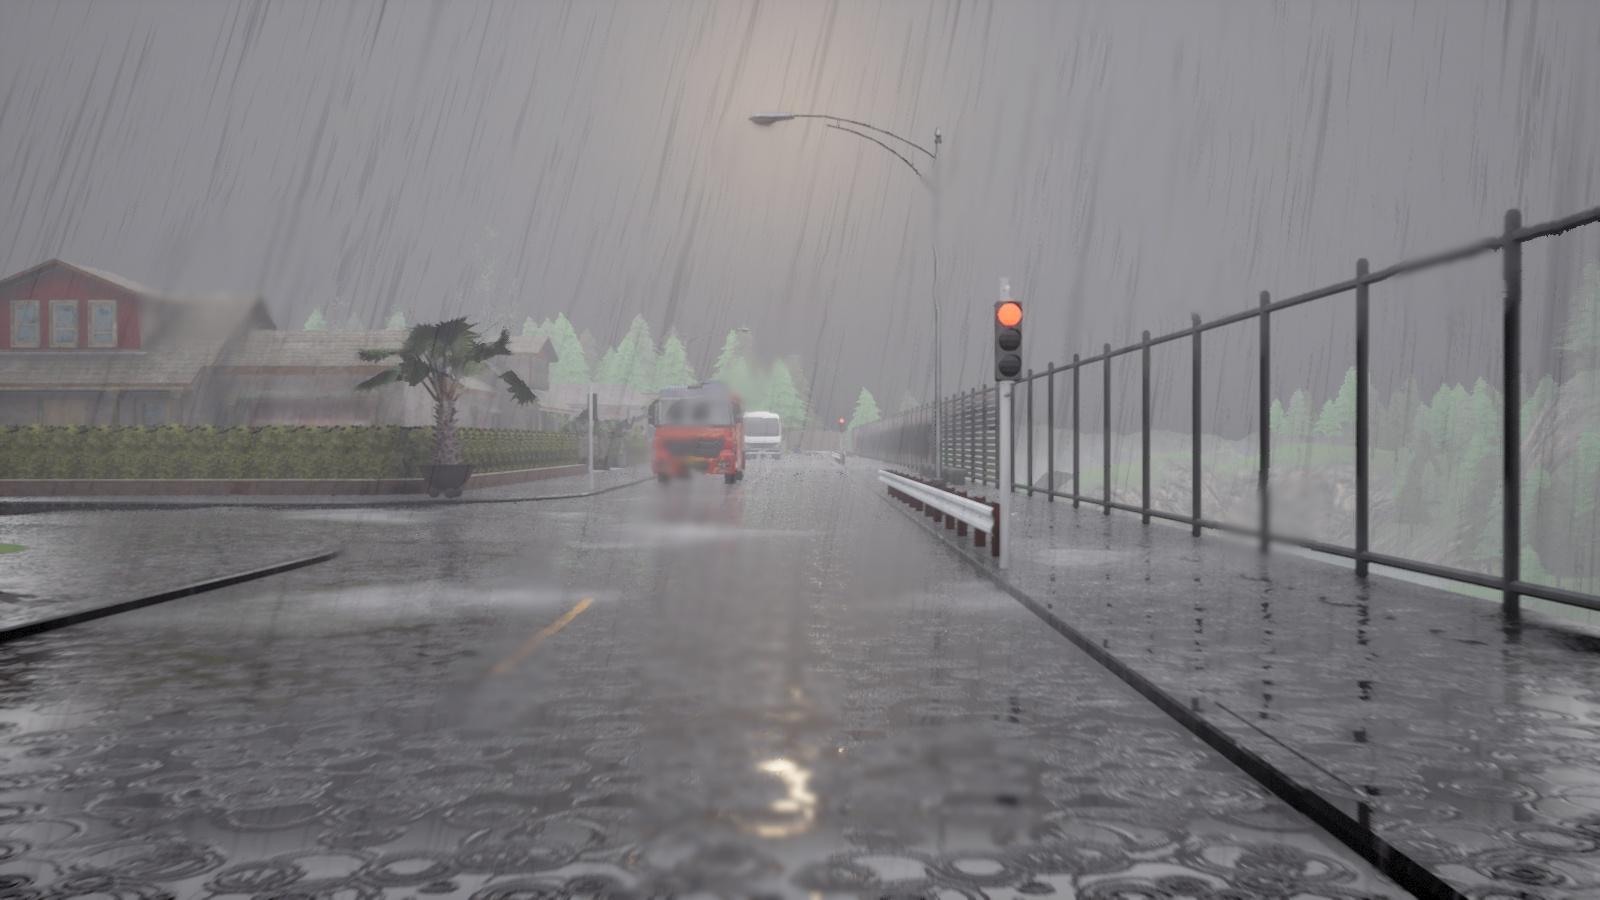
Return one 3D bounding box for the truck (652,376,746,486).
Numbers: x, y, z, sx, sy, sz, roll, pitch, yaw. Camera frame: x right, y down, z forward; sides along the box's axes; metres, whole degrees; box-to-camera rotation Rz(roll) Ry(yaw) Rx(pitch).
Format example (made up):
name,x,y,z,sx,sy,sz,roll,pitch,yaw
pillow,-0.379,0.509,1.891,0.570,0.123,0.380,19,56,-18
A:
name,x,y,z,sx,sy,sz,roll,pitch,yaw
truck,-3.709,-0.693,48.216,2.891,3.827,8.468,0,0,0
